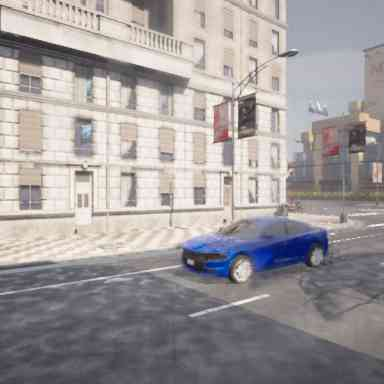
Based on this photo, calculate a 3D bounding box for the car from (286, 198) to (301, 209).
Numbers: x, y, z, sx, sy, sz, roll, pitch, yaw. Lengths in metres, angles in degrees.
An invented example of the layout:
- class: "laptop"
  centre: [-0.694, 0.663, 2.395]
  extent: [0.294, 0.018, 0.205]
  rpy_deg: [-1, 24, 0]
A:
- class: "car"
  centre: [10.515, 1.349, 40.752]
  extent: [2.097, 1.767, 4.553]
  rpy_deg: [0, 0, -36]

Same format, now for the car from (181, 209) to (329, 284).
- class: "car"
  centre: [1.990, 1.477, 9.770]
  extent: [5.008, 1.535, 1.882]
  rpy_deg: [0, 0, -36]
